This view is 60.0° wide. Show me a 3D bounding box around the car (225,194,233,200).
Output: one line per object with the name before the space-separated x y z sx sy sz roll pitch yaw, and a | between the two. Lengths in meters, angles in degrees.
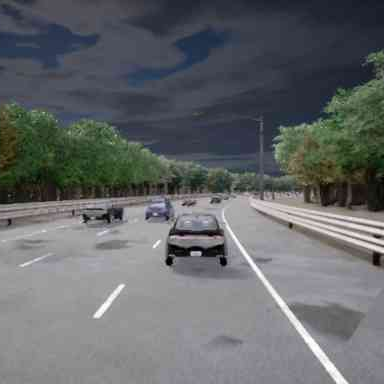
car | 8.663 1.391 86.538 2.128 1.511 4.902 0 0 11

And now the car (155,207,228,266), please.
car | 0.178 1.482 11.566 2.128 1.511 4.902 0 0 2

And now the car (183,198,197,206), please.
car | -0.263 1.542 53.226 1.895 1.301 4.718 0 0 7

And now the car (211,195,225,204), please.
car | 4.673 1.443 63.395 1.837 1.490 4.892 0 0 8

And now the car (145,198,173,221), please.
car | -2.566 1.492 27.026 1.812 1.442 4.674 0 0 4

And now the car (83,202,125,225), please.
car | -6.255 1.456 23.975 2.128 1.511 4.902 0 0 3
